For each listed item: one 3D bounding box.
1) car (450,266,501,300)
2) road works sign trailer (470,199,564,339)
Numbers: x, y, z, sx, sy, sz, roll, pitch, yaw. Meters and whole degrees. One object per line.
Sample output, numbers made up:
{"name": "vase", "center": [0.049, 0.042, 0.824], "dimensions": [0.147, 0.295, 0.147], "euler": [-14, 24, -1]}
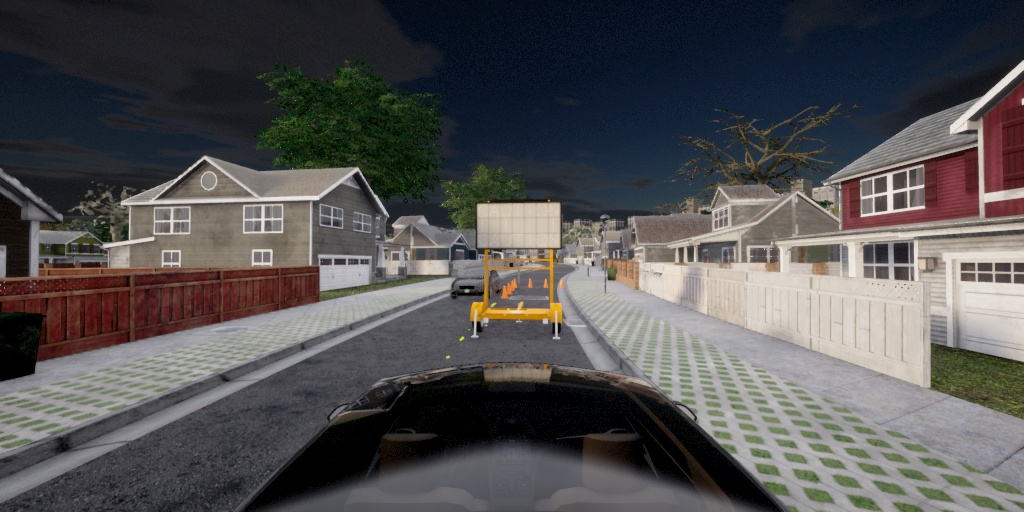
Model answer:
{"name": "car", "center": [-1.702, 1.273, 17.955], "dimensions": [1.837, 1.490, 4.892], "euler": [0, 0, 6]}
{"name": "road works sign trailer", "center": [0.200, 0.219, 10.121], "dimensions": [2.380, 3.560, 2.880], "euler": [0, 0, 5]}
